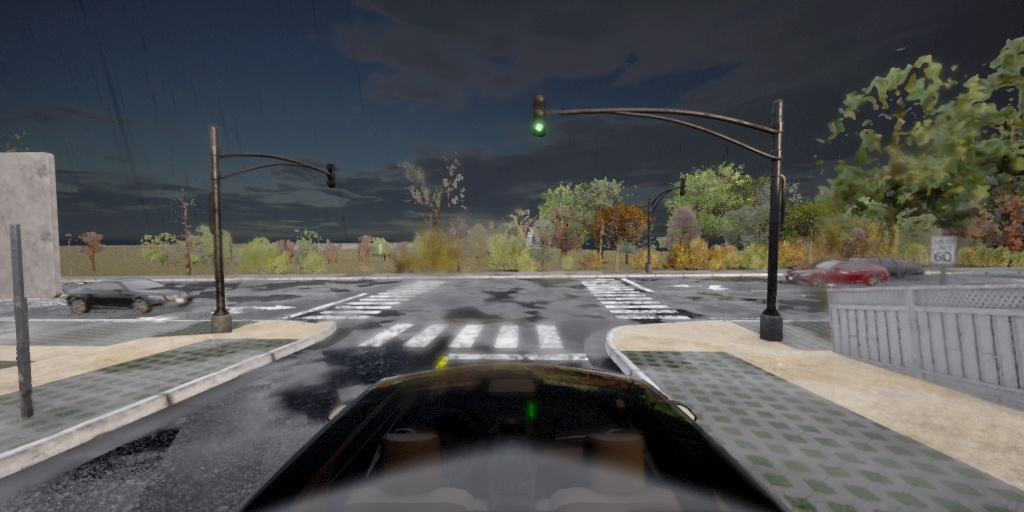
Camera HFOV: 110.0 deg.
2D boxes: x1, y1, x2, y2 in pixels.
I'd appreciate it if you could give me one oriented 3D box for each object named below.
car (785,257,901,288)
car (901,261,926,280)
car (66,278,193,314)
[{"bbox_3d":[17.798,0.940,19.708,4.674,1.442,1.812,-1,2,4],"label":"car"},{"bbox_3d":[22.445,0.761,22.623,5.357,1.411,2.033,-1,2,4],"label":"car"},{"bbox_3d":[-16.822,1.698,15.805,4.674,1.442,1.812,-1,2,4],"label":"car"}]
